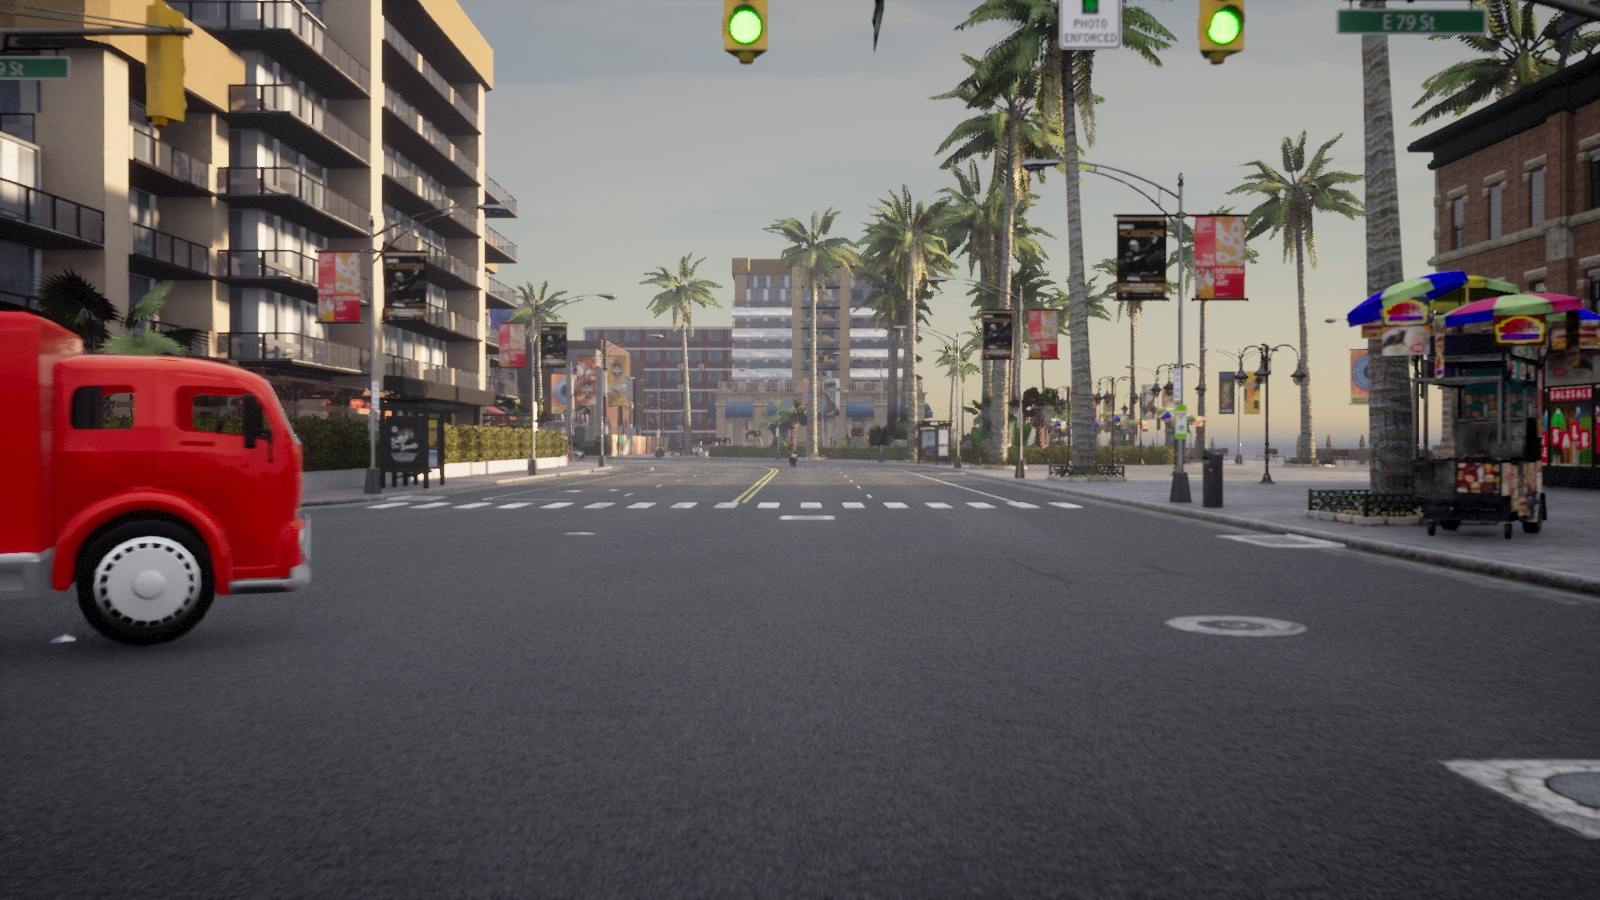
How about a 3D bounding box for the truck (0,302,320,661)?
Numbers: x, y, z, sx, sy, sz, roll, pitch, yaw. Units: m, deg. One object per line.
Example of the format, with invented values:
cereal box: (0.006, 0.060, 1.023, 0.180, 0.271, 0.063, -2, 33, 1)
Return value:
truck: (-6.502, 0.207, 9.633, 5.204, 2.467, 2.627, 0, 1, -22)
